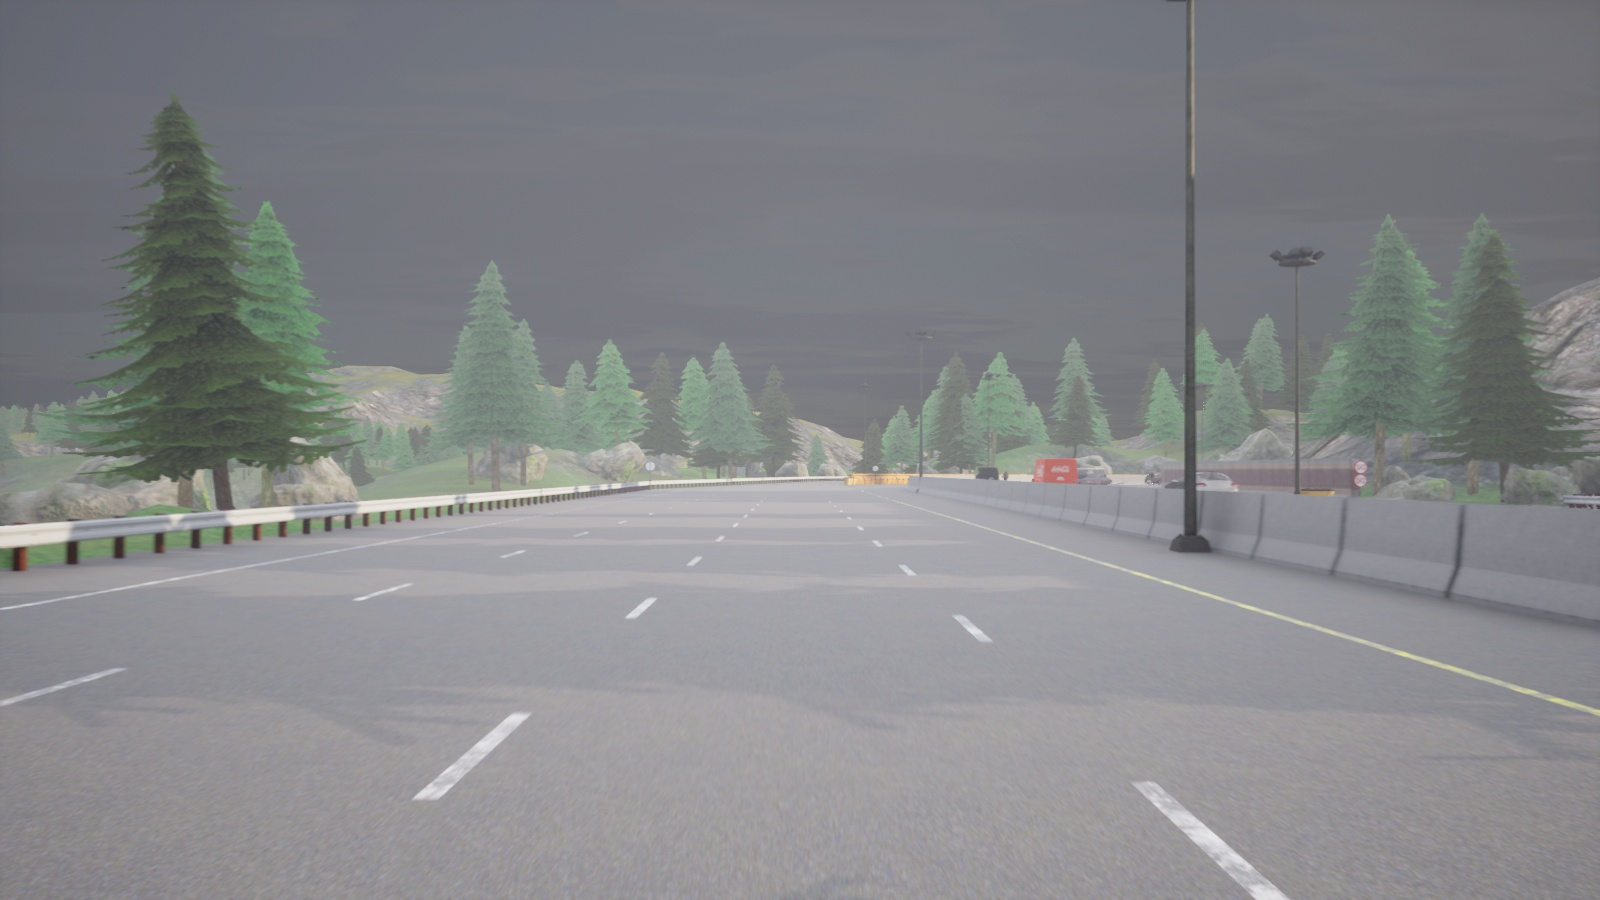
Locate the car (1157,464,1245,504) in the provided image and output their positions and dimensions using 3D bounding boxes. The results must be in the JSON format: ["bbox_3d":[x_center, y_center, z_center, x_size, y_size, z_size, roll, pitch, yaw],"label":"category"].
[{"bbox_3d":[17.337,1.433,54.549,2.152,1.651,5.027,0,-1,0],"label":"car"}]

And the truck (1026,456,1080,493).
[{"bbox_3d":[17.177,1.681,85.489,2.627,2.467,5.204,0,-1,0],"label":"truck"}]

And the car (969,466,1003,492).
[{"bbox_3d":[13.643,2.095,92.308,1.905,1.878,3.866,0,-1,0],"label":"car"}]
